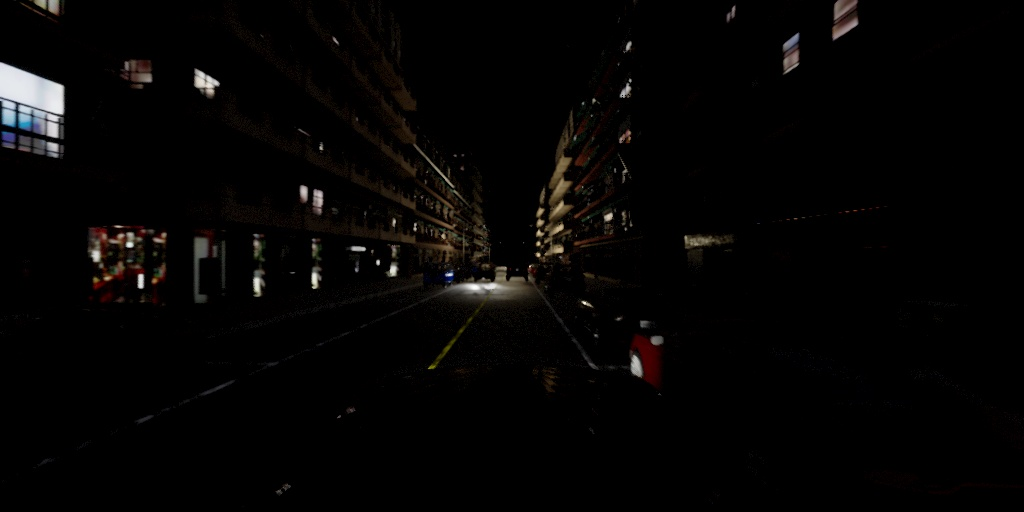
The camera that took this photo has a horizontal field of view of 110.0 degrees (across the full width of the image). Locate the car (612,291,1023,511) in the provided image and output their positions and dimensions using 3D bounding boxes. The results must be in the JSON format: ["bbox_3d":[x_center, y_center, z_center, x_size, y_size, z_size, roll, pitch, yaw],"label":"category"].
[{"bbox_3d":[2.677,1.343,3.918,1.888,1.381,4.507,0,0,1],"label":"car"}]

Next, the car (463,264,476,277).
[{"bbox_3d":[-5.206,1.789,37.699,1.802,1.307,4.207,0,0,1],"label":"car"}]

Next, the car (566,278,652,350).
[{"bbox_3d":[2.751,1.437,9.239,1.948,1.339,4.313,0,0,1],"label":"car"}]

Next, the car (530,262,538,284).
[{"bbox_3d":[3.065,1.497,31.890,2.192,1.841,5.009,0,0,1],"label":"car"}]

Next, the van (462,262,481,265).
[{"bbox_3d":[-5.139,1.626,43.363,1.690,1.789,3.998,0,0,1],"label":"van"}]

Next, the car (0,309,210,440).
[{"bbox_3d":[-5.669,1.325,4.037,1.802,1.307,4.207,0,0,1],"label":"car"}]

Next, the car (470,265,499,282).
[{"bbox_3d":[-2.579,1.788,34.969,1.895,1.301,4.718,0,-1,1],"label":"car"}]

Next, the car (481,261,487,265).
[{"bbox_3d":[-5.089,1.679,49.025,2.192,1.841,5.009,0,0,1],"label":"car"}]

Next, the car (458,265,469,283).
[{"bbox_3d":[-5.281,1.710,32.036,1.802,1.307,4.207,0,0,1],"label":"car"}]

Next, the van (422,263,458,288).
[{"bbox_3d":[-5.359,1.390,26.373,1.690,1.789,3.998,0,0,1],"label":"van"}]

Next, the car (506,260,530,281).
[{"bbox_3d":[0.546,1.448,36.301,2.150,2.045,5.566,0,-1,1],"label":"car"}]

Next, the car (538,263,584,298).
[{"bbox_3d":[2.908,1.341,20.563,2.192,1.841,5.009,0,0,1],"label":"car"}]
